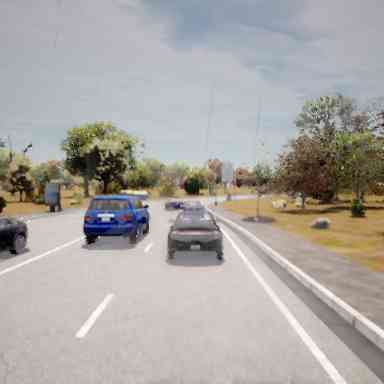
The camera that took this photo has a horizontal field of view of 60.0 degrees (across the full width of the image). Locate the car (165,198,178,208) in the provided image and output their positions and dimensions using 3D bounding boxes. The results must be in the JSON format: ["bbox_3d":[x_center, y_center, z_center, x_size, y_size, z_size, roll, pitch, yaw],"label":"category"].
[{"bbox_3d":[-1.948,1.386,40.233,1.895,1.301,4.718,0,1,7],"label":"car"}]

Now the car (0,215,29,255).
[{"bbox_3d":[-7.012,1.472,10.443,2.128,1.511,4.902,0,0,0],"label":"car"}]

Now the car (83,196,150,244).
[{"bbox_3d":[-3.361,1.180,15.770,2.150,2.045,5.566,0,0,1],"label":"car"}]

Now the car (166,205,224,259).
[{"bbox_3d":[0.109,1.464,12.540,2.128,1.511,4.902,0,0,0],"label":"car"}]

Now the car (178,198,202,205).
[{"bbox_3d":[0.056,1.434,28.183,2.033,1.411,5.357,0,0,-3],"label":"car"}]
